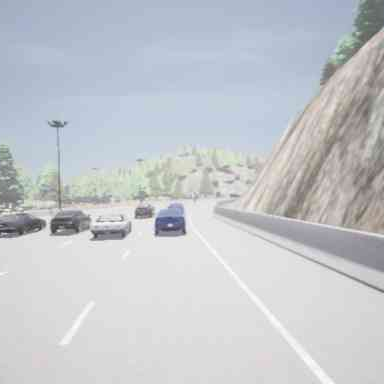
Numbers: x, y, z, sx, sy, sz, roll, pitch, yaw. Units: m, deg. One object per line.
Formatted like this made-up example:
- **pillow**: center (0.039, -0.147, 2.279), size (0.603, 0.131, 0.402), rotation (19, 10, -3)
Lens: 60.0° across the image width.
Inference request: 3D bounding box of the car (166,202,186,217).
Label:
- **car**: center (-1.804, 1.995, 38.720), size (1.882, 1.535, 5.008), rotation (-2, 0, 1)

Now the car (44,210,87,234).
- **car**: center (-8.548, 2.056, 23.820), size (1.837, 1.490, 4.892), rotation (-2, -1, -3)

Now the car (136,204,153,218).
- **car**: center (-5.313, 2.112, 38.035), size (2.128, 1.511, 4.902), rotation (-2, -1, 1)

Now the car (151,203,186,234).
- **car**: center (-1.409, 1.778, 21.517), size (1.882, 1.535, 5.008), rotation (-2, -1, -4)

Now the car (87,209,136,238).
- **car**: center (-4.857, 2.000, 20.670), size (1.895, 1.301, 4.718), rotation (-2, -1, -4)

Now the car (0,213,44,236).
- **car**: center (-12.038, 2.203, 23.292), size (2.033, 1.411, 5.357), rotation (-2, -1, -3)
